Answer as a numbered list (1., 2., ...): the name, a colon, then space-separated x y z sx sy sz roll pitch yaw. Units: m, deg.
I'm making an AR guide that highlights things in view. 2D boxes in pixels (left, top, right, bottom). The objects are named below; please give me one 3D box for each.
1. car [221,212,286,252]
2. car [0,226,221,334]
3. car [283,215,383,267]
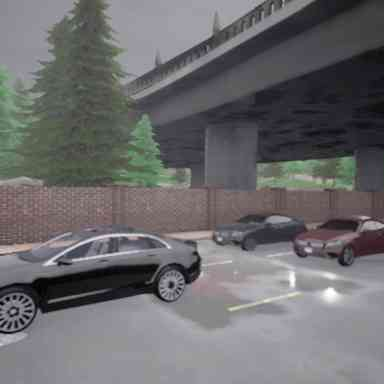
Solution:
1. car: 3.035 1.605 14.377 4.674 1.442 1.812 1 0 -34
2. car: -2.064 1.505 6.799 4.902 1.511 2.128 1 0 -34
3. car: 5.660 1.613 11.917 4.674 1.442 1.812 1 0 -34
